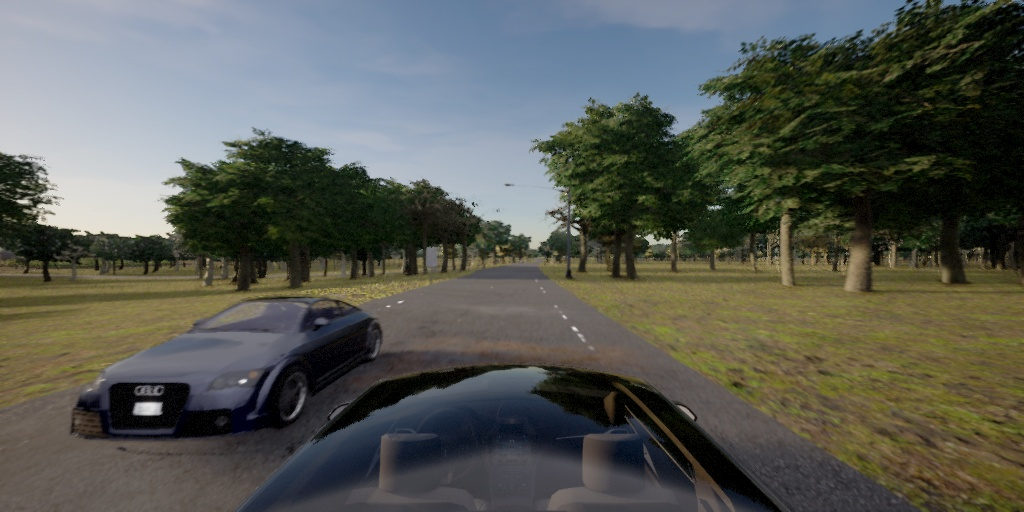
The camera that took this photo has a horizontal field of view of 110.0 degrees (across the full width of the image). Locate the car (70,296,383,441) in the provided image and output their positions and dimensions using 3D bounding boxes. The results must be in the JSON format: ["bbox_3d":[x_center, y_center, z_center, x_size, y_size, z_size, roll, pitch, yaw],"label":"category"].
[{"bbox_3d":[-3.586,1.340,5.531,1.994,1.385,4.181,0,-1,0],"label":"car"}]
